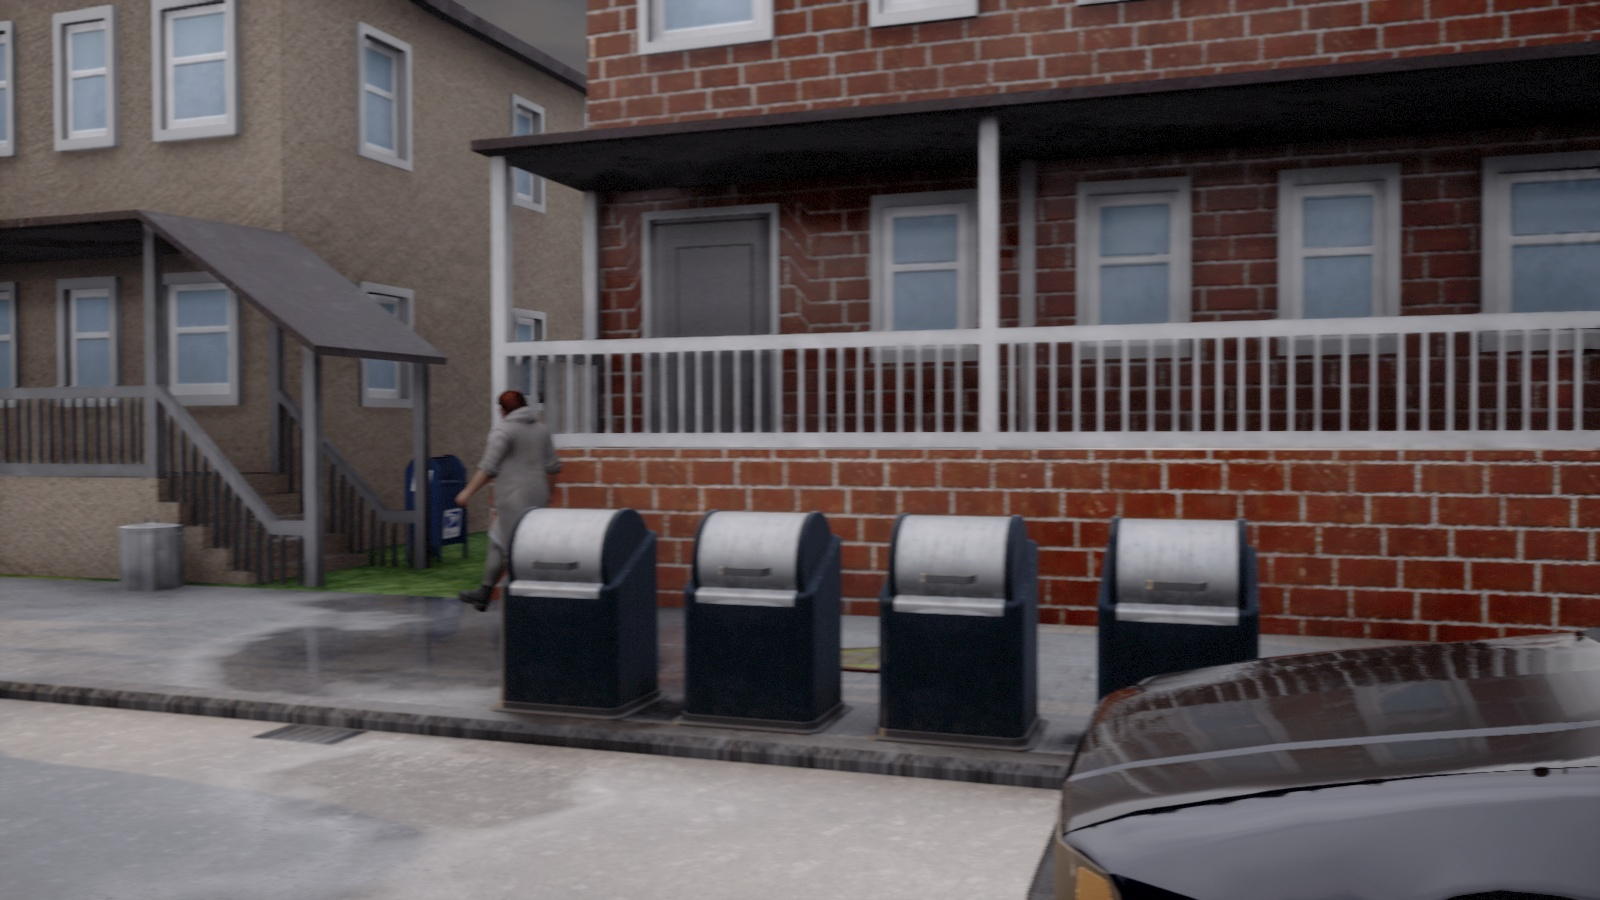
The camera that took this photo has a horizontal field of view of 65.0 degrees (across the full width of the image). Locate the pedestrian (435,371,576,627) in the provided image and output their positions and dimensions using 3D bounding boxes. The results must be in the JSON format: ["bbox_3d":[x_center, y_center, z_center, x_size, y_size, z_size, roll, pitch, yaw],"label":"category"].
[{"bbox_3d":[-2.335,0.367,10.006,0.873,1.952,0.659,1,1,19],"label":"pedestrian"}]

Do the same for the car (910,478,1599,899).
[{"bbox_3d":[3.089,0.843,2.682,5.357,1.411,2.033,1,1,19],"label":"car"}]
